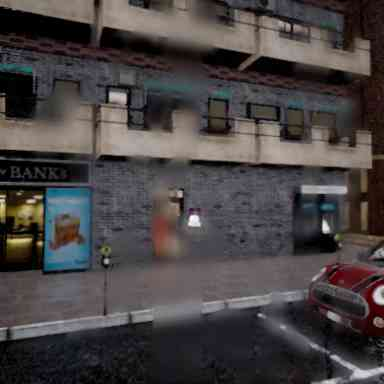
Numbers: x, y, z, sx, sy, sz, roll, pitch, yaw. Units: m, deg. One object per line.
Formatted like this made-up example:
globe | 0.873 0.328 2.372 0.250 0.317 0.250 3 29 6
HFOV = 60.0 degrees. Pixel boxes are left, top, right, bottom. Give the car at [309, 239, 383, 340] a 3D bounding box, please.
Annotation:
car | 4.272 1.597 6.368 4.097 1.590 1.967 0 -1 -21
